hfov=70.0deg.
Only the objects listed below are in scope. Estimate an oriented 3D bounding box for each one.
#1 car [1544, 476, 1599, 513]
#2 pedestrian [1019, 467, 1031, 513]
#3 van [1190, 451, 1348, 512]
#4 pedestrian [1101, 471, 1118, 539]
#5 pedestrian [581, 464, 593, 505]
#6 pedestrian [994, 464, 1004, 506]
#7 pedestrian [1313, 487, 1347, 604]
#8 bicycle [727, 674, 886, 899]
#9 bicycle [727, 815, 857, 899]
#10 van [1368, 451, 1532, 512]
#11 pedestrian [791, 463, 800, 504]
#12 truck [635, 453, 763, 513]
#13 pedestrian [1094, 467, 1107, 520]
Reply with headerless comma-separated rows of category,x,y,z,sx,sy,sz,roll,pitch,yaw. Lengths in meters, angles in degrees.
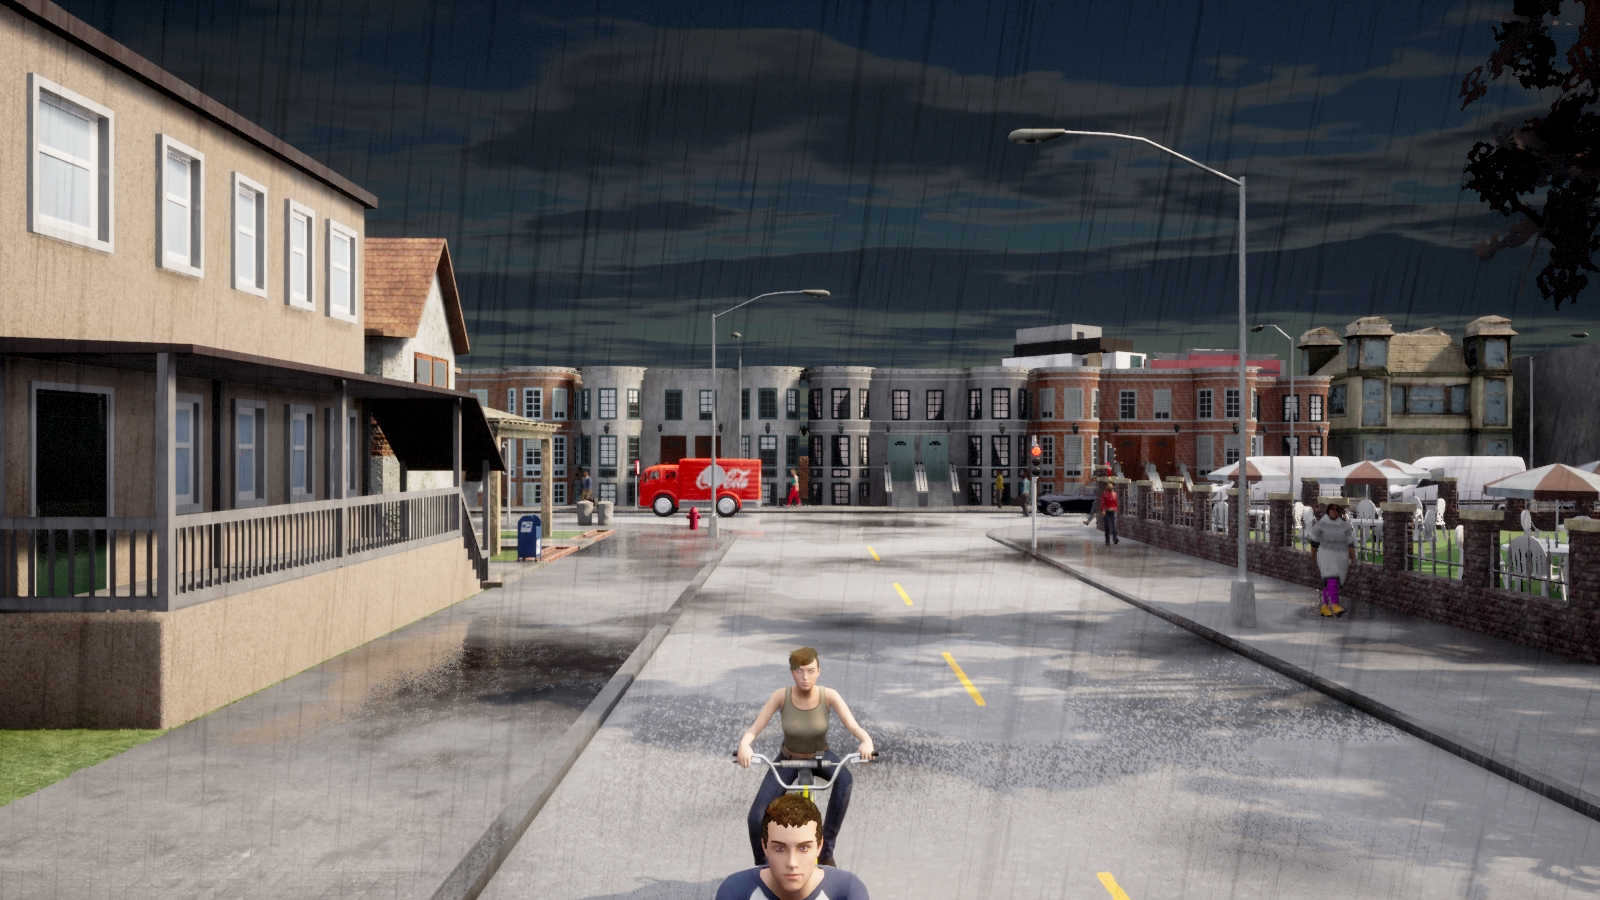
car,34.997,1.858,48.884,4.892,1.480,2.231,-1,0,0
pedestrian,9.233,1.648,46.863,0.375,1.860,0.375,0,0,27
van,19.990,1.335,48.880,5.915,2.561,1.988,0,0,0
pedestrian,8.641,1.529,31.899,0.375,1.860,0.375,0,0,2
pedestrian,-9.565,1.547,51.373,0.375,1.860,0.375,0,0,44
pedestrian,8.910,1.545,51.142,0.375,1.860,0.375,0,0,-1
pedestrian,8.526,1.531,18.394,0.375,1.860,0.375,0,0,2
bicycle,0.033,2.040,6.906,0.859,1.080,1.487,0,0,0
bicycle,-0.022,1.938,3.212,0.373,1.296,1.643,0,0,0
van,27.747,1.335,48.890,5.915,2.561,1.988,0,0,0
pedestrian,-0.224,1.547,52.915,0.375,1.860,0.375,0,0,5
truck,-4.255,1.372,48.833,5.204,2.467,2.627,0,0,1
pedestrian,10.567,1.534,40.207,0.375,1.860,0.375,0,0,3
